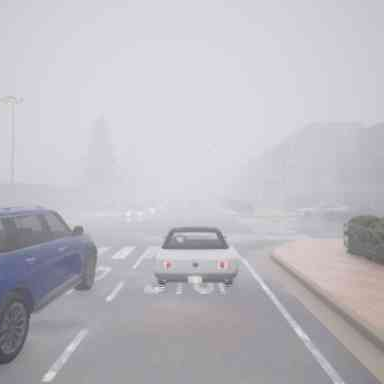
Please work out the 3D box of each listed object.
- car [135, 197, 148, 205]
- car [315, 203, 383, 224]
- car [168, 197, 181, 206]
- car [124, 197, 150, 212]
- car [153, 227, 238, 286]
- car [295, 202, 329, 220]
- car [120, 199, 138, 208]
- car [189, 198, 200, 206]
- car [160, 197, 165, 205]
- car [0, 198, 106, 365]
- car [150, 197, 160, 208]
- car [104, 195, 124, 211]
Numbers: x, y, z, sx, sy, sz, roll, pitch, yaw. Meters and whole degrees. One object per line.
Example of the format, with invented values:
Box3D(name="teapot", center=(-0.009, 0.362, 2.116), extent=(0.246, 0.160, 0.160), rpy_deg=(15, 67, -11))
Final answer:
Box3D(name="car", center=(-10.123, 1.776, 67.392), extent=(1.837, 1.490, 4.892), rpy_deg=(0, 0, 1))
Box3D(name="car", center=(12.303, 1.704, 25.450), extent=(4.718, 1.301, 1.895), rpy_deg=(0, 0, 0))
Box3D(name="car", center=(-3.106, 1.590, 58.887), extent=(2.097, 1.767, 4.553), rpy_deg=(0, 0, 1))
Box3D(name="car", center=(-6.940, 1.698, 42.533), extent=(1.812, 1.442, 4.674), rpy_deg=(0, 0, 1))
Box3D(name="car", center=(0.082, 1.640, 9.518), extent=(1.895, 1.301, 4.718), rpy_deg=(0, 0, 0))
Box3D(name="car", center=(11.428, 1.643, 28.977), extent=(4.674, 1.442, 1.812), rpy_deg=(0, 0, 1))
Box3D(name="car", center=(-10.325, 1.823, 54.837), extent=(1.895, 1.301, 4.718), rpy_deg=(0, 0, 0))
Box3D(name="car", center=(0.403, 1.806, 59.817), extent=(1.994, 1.385, 4.181), rpy_deg=(0, 0, 1))
Box3D(name="car", center=(-6.623, 1.765, 67.338), extent=(2.128, 1.511, 4.902), rpy_deg=(0, 0, 1))
Box3D(name="car", center=(-3.425, 1.246, 5.999), extent=(2.150, 2.045, 5.566), rpy_deg=(0, 0, 0))
Box3D(name="car", center=(-6.838, 1.817, 53.351), extent=(1.895, 1.301, 4.718), rpy_deg=(0, 0, 1))
Box3D(name="car", center=(-10.426, 1.397, 43.335), extent=(2.150, 2.045, 5.566), rpy_deg=(0, 0, 1))
